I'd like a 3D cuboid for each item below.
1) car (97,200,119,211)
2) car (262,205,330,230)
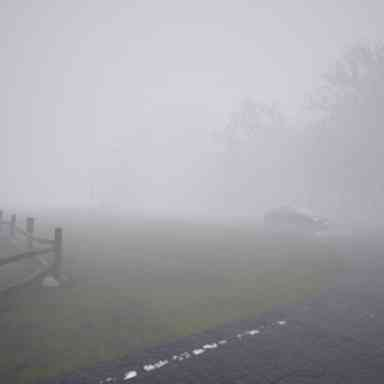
[{"bbox_3d":[-12.266,1.927,48.322,1.812,1.442,4.674,1,-1,-36],"label":"car"},{"bbox_3d":[6.721,1.621,21.924,1.812,1.442,4.674,1,-1,-36],"label":"car"}]
